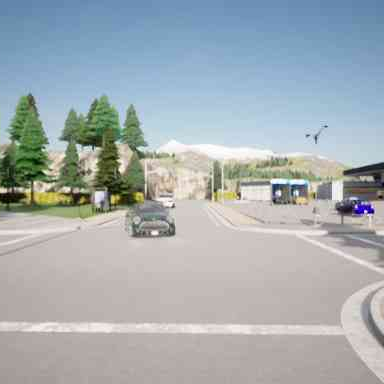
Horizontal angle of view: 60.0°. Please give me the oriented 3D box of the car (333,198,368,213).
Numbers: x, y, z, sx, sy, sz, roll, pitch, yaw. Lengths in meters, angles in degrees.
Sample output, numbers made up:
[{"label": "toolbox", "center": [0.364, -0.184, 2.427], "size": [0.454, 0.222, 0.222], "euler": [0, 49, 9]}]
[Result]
[{"label": "car", "center": [17.028, 1.381, 35.977], "size": [1.970, 1.475, 3.806], "euler": [0, 0, 0]}]

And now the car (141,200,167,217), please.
[{"label": "car", "center": [-3.582, 1.561, 32.163], "size": [1.994, 1.385, 4.181], "euler": [0, 0, 0]}]

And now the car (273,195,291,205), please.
[{"label": "car", "center": [14.232, 1.334, 54.620], "size": [2.007, 1.523, 4.514], "euler": [0, 0, 0]}]

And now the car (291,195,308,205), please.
[{"label": "car", "center": [17.369, 1.325, 54.640], "size": [2.152, 1.636, 5.027], "euler": [0, 0, 0]}]

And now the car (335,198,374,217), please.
[{"label": "car", "center": [13.971, 1.371, 28.587], "size": [1.845, 1.501, 3.633], "euler": [0, 0, 0]}]

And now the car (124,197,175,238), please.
[{"label": "car", "center": [-2.415, 1.348, 17.864], "size": [2.097, 1.767, 4.553], "euler": [0, 0, -17]}]

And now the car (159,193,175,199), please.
[{"label": "car", "center": [-3.563, 1.216, 46.104], "size": [2.150, 2.045, 5.566], "euler": [0, 0, 0]}]
